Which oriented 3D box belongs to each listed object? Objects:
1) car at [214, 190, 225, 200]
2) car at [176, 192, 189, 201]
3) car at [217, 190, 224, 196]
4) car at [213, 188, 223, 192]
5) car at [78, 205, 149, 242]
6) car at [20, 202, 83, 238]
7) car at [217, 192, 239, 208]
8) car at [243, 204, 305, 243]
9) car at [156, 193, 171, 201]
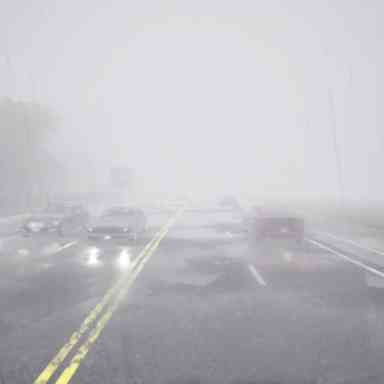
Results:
[{"bbox_3d":[5.168,0.746,58.746,1.994,1.385,4.181,0,1,4],"label":"car"},{"bbox_3d":[-1.534,0.766,56.147,2.033,1.411,5.357,0,1,4],"label":"car"},{"bbox_3d":[7.894,0.256,91.460,1.812,1.442,4.674,0,1,6],"label":"car"},{"bbox_3d":[5.944,0.522,69.661,2.128,1.511,4.902,0,1,4],"label":"car"},{"bbox_3d":[-3.207,1.327,15.413,2.033,1.411,5.357,0,1,1],"label":"car"},{"bbox_3d":[-6.431,1.257,16.200,2.128,1.511,4.902,0,1,1],"label":"car"},{"bbox_3d":[4.125,1.011,37.031,1.812,1.442,4.674,0,1,2],"label":"car"},{"bbox_3d":[3.484,1.272,14.913,1.882,1.535,5.008,0,0,1],"label":"car"},{"bbox_3d":[-4.780,0.816,56.364,1.895,1.301,4.718,0,1,4],"label":"car"}]
